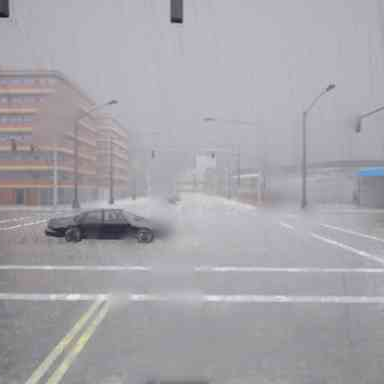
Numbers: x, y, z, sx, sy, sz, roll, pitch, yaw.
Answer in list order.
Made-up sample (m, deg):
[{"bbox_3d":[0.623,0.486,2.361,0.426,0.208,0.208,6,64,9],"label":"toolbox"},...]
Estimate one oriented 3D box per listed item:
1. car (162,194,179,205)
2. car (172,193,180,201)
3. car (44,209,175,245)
[{"bbox_3d":[-3.561,1.349,52.277,1.895,1.301,4.718,0,0,0],"label":"car"},{"bbox_3d":[-3.482,1.030,67.940,2.097,1.767,4.553,0,0,0],"label":"car"},{"bbox_3d":[-3.492,1.447,14.438,5.357,1.411,2.033,0,0,5],"label":"car"}]
